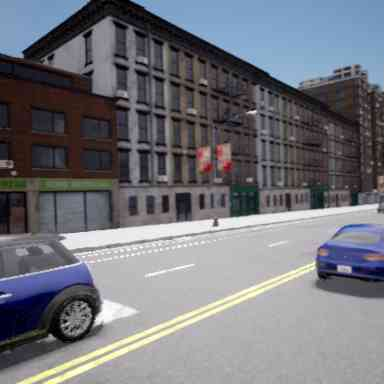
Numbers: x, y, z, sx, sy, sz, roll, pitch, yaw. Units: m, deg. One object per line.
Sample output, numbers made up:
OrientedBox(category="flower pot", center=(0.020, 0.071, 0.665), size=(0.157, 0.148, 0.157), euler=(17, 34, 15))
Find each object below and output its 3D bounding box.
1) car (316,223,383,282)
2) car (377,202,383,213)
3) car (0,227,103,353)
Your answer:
OrientedBox(category="car", center=(5.025, 1.612, 9.367), size=(1.812, 1.442, 4.674), euler=(-2, -1, 41))
OrientedBox(category="car", center=(24.624, 1.877, 41.551), size=(1.812, 1.442, 4.674), euler=(-2, -2, 42))
OrientedBox(category="car", center=(-3.670, 1.501, 4.731), size=(2.097, 1.767, 4.553), euler=(-2, -1, 41))
